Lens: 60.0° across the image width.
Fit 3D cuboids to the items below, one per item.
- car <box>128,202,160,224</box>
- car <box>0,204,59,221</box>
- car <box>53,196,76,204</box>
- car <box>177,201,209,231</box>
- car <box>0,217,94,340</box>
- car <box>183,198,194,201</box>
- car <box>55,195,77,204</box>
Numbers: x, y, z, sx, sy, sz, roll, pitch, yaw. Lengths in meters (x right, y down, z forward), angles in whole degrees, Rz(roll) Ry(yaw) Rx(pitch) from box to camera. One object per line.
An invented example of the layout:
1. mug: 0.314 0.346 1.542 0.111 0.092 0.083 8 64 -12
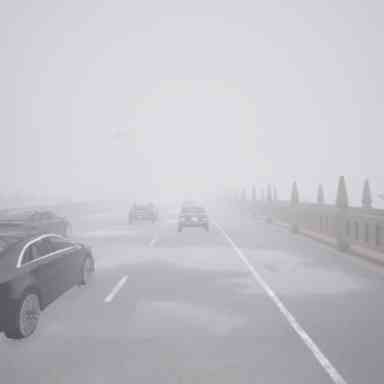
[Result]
1. car: -3.517 1.492 24.672 2.128 1.511 4.902 0 0 -1
2. car: -6.908 1.505 14.641 1.837 1.490 4.892 0 0 0
3. car: -14.496 1.526 37.645 1.812 1.442 4.674 0 0 -1
4. car: 0.051 1.548 20.784 2.033 1.411 5.357 0 0 -1
5. car: -3.401 1.492 6.526 2.128 1.511 4.902 0 0 0
6. car: -0.471 1.527 42.378 1.812 1.442 4.674 0 0 -2
7. car: -22.041 1.346 58.480 2.033 1.411 5.357 0 0 -2
